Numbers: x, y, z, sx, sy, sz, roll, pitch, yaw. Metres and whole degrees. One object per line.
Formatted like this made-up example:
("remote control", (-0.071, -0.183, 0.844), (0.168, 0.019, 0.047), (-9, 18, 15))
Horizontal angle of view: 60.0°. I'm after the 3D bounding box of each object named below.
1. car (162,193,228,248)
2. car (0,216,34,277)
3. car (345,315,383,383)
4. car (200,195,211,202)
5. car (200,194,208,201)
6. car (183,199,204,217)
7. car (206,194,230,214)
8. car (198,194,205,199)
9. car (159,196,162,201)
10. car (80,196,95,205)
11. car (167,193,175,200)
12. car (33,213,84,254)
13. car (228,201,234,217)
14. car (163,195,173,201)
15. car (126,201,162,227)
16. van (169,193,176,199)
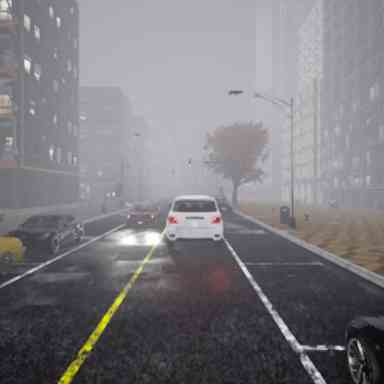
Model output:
("car", (0.101, 1.171, 14.533), (2.150, 2.045, 5.566), (0, 0, 0))
("car", (-5.686, 1.499, 7.563), (1.752, 1.417, 4.829), (0, 0, 0))
("car", (2.694, 1.557, 2.207), (1.947, 1.339, 4.313), (0, 0, 0))
("car", (2.711, 1.355, 67.733), (1.887, 1.381, 4.507), (0, 0, 0))
("car", (2.714, 1.314, 78.968), (1.752, 1.417, 4.829), (0, 0, 0))
("car", (0.105, 1.428, 31.181), (1.812, 1.442, 4.674), (0, 0, 0))
("car", (2.703, 1.205, 35.344), (2.192, 1.841, 5.009), (0, 0, 0))
("car", (2.719, 1.344, 95.396), (1.802, 1.307, 4.206), (0, 0, 0))
("car", (-5.669, 1.361, 67.735), (2.008, 1.369, 4.403), (0, 0, 0))
("car", (-16.411, 1.195, 48.332), (4.403, 1.369, 2.008), (1, -1, -1))
("car", (-5.662, 1.211, 89.866), (1.967, 1.590, 4.097), (0, 0, 0))
("car", (-5.684, 1.521, 13.256), (1.947, 1.339, 4.313), (0, 0, 0))
("car", (2.701, 1.472, 29.822), (1.947, 1.339, 4.313), (0, 0, 0))
("car", (-5.666, 1.340, 78.802), (2.008, 1.369, 4.403), (0, 0, 0))
("car", (-3.091, 1.529, 22.110), (1.895, 1.301, 4.718), (0, 0, 0))
("van", (-5.661, 1.103, 95.399), (1.690, 1.788, 3.998), (0, 0, 0))
